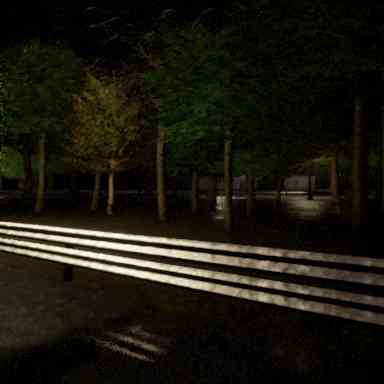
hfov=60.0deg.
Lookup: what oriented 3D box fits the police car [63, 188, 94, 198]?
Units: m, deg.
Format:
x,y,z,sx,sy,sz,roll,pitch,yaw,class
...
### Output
x,y,z,sx,sy,sz,roll,pitch,yaw,class
-18.447,0.117,54.955,5.238,1.638,1.930,0,1,-4,police car
